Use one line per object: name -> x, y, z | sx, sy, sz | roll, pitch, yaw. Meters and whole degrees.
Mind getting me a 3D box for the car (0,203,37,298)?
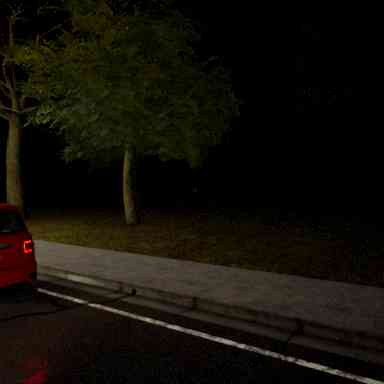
car -> -5.716, 1.226, 7.266 | 5.566, 2.045, 2.150 | 0, 0, 33
